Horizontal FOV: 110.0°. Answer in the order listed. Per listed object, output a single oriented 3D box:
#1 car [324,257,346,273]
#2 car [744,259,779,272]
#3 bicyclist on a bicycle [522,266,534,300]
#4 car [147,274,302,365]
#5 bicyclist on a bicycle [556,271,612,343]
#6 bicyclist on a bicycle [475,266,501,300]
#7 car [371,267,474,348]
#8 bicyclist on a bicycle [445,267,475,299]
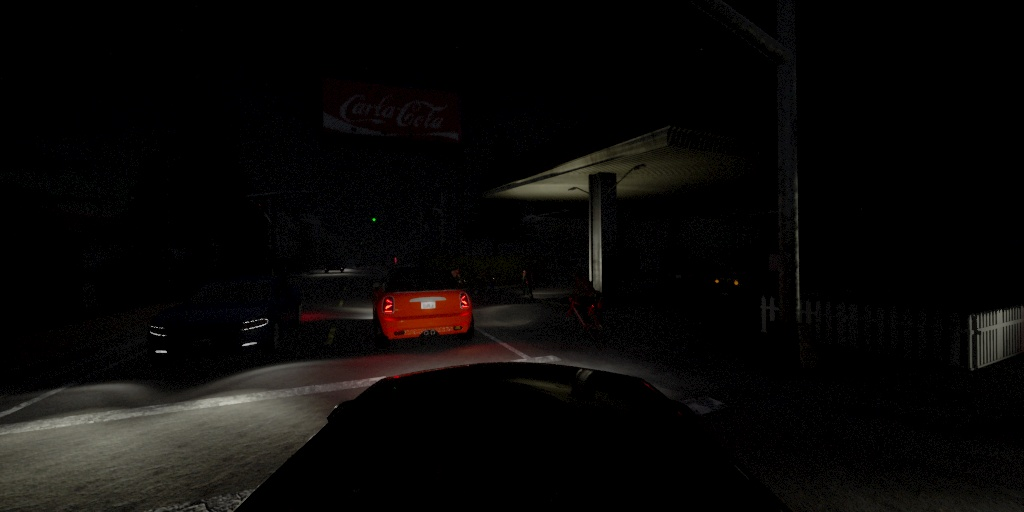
[{"bbox_3d":[-23.680,1.201,47.821,2.150,2.045,5.566,-1,0,-25],"label":"car"},{"bbox_3d":[36.729,1.132,51.819,5.357,1.411,2.033,-1,0,-24],"label":"car"},{"bbox_3d":[0.800,1.330,17.870,0.582,1.620,1.656,-1,0,16],"label":"bicyclist on a bicycle"},{"bbox_3d":[-6.253,1.216,8.379,1.882,1.535,5.008,-1,0,-23],"label":"car"},{"bbox_3d":[1.709,1.199,8.660,0.582,1.620,1.656,3,-2,-42],"label":"bicyclist on a bicycle"},{"bbox_3d":[-1.309,1.342,17.756,1.656,1.620,0.582,0,0,-21],"label":"bicyclist on a bicycle"},{"bbox_3d":[-2.539,1.056,9.447,2.097,1.767,4.553,-1,0,-22],"label":"car"},{"bbox_3d":[-2.617,1.316,16.374,1.656,1.620,0.582,1,0,37],"label":"bicyclist on a bicycle"}]
